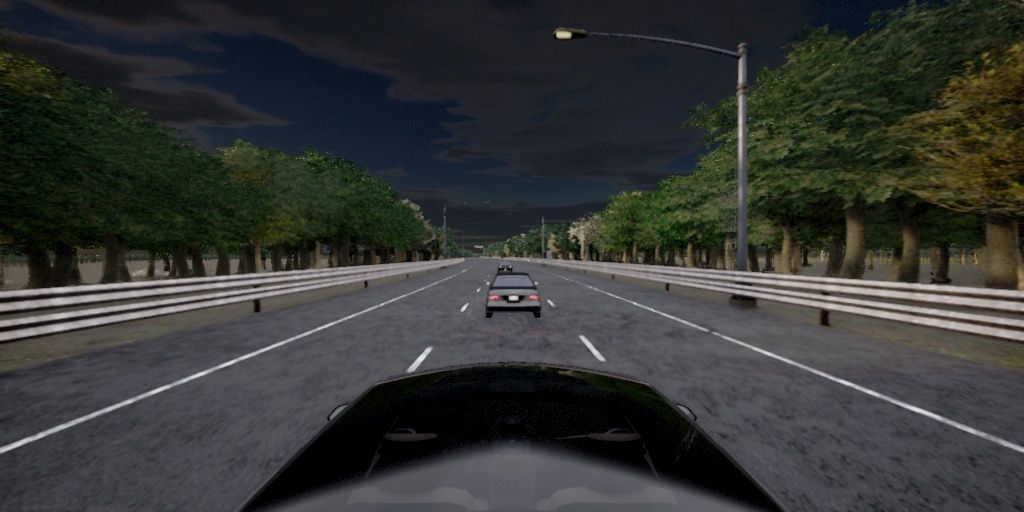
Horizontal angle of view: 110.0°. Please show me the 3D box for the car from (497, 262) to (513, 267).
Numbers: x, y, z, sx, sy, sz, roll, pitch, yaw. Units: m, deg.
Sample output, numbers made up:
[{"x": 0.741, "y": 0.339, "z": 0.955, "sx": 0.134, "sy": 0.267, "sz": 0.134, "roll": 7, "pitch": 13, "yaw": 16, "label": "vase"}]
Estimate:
[{"x": -0.891, "y": 1.351, "z": 45.129, "sx": 1.895, "sy": 1.301, "sz": 4.718, "roll": 0, "pitch": 0, "yaw": -3, "label": "car"}]

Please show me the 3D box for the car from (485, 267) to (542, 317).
[{"x": 0.016, "y": 1.296, "z": 13.132, "sx": 2.033, "sy": 1.411, "sz": 5.357, "roll": 0, "pitch": 0, "yaw": -1, "label": "car"}]
